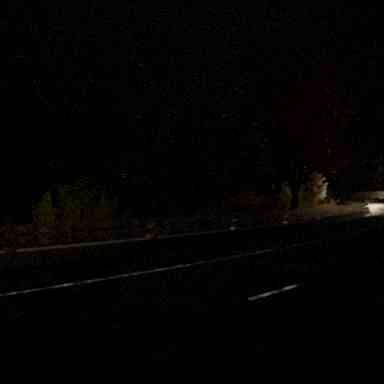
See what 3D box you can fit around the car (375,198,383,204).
[{"bbox_3d":[46.651,2.093,81.239,2.128,1.511,4.902,0,0,4],"label":"car"}]
